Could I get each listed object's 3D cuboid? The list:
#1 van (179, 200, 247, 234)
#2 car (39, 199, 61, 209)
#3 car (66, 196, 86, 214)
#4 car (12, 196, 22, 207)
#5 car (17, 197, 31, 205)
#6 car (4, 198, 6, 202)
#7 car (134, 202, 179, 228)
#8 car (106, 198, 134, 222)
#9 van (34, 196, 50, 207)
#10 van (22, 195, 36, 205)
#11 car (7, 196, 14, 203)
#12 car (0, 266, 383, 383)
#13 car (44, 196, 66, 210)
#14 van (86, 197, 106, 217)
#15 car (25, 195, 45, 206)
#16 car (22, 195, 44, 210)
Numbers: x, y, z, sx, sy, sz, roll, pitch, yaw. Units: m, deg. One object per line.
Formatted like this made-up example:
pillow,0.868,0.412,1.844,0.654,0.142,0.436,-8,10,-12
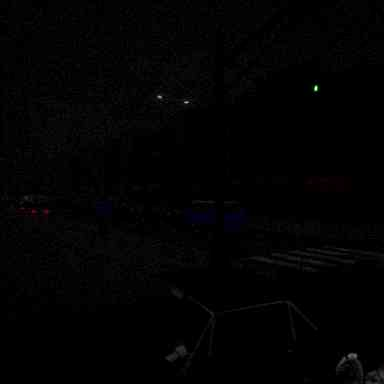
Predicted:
van,1.220,1.372,18.576,1.690,1.788,3.998,0,0,-36
car,-21.233,1.701,49.638,2.008,1.369,4.403,0,0,-36
car,-11.611,1.412,36.323,2.192,1.841,5.009,0,0,-36
car,-27.104,1.771,53.425,1.895,1.301,4.718,0,0,-36
car,-34.162,1.748,67.526,1.752,1.417,4.829,0,0,-36
car,-43.785,1.801,80.839,1.752,1.417,4.829,0,0,-36
car,-1.988,1.486,23.013,1.967,1.590,4.097,0,0,-36
car,-5.195,1.503,27.451,1.967,1.590,4.097,0,0,-36
van,-24.441,1.510,54.076,1.690,1.788,3.998,0,0,-36
van,-30.856,1.546,62.951,1.690,1.788,3.998,0,0,-36
car,-40.478,1.698,76.264,1.967,1.590,4.097,0,0,-36
car,-0.035,1.600,3.490,4.718,1.301,1.895,0,0,-30
car,-18.026,1.448,45.201,2.192,1.841,5.009,0,0,-36
van,-8.403,1.420,31.888,1.690,1.788,3.998,0,0,-36
car,-27.648,1.502,58.513,2.192,1.841,5.009,0,0,-36
car,-21.246,1.490,45.325,2.097,1.767,4.553,0,0,-36
